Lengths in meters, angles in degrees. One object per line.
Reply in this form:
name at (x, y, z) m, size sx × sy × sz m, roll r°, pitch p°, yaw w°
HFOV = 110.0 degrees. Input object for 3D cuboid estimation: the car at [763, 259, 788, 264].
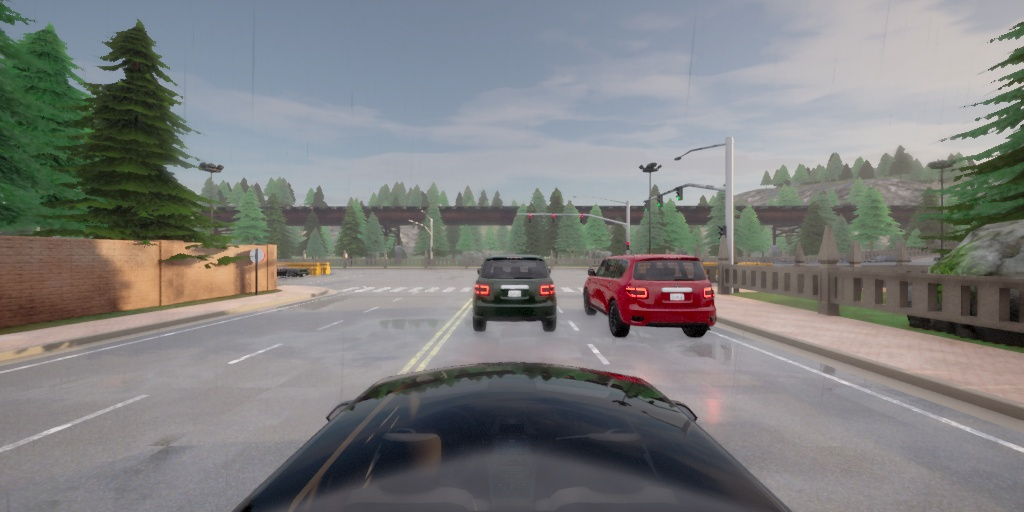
car at (31.376, 1.297, 45.588) m, size 5.357 × 1.411 × 2.033 m, roll 0°, pitch 0°, yaw 0°

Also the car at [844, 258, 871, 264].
car at (41.756, 1.080, 45.553) m, size 4.902 × 1.511 × 2.128 m, roll -2°, pitch 0°, yaw 0°

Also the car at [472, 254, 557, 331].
car at (0.070, 0.971, 11.063) m, size 2.150 × 2.045 × 5.566 m, roll 0°, pitch 0°, yaw 0°

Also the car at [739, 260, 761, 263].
car at (25.828, 1.241, 42.097) m, size 4.902 × 1.511 × 2.128 m, roll 0°, pitch 0°, yaw 0°

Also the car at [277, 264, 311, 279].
car at (-20.540, 1.351, 31.648) m, size 4.718 × 1.301 × 1.895 m, roll 0°, pitch 0°, yaw 0°

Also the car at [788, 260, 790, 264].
car at (36.253, 1.214, 49.062) m, size 4.902 × 1.511 × 2.128 m, roll -1°, pitch 0°, yaw 0°

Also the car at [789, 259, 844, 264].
car at (35.690, 1.293, 42.066) m, size 4.181 × 1.385 × 1.994 m, roll -1°, pitch 0°, yaw 0°

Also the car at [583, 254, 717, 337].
car at (3.570, 0.971, 10.386) m, size 2.150 × 2.045 × 5.566 m, roll 0°, pitch 0°, yaw 0°
